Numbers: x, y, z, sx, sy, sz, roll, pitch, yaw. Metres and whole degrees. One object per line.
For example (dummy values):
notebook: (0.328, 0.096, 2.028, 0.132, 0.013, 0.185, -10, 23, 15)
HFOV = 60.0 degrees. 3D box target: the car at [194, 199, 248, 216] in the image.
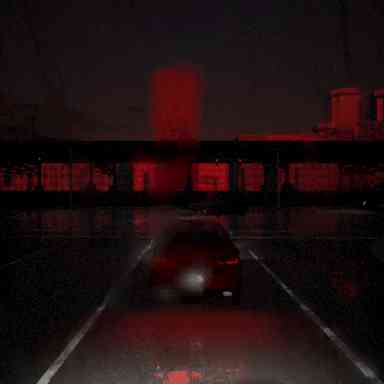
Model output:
car: (3.018, 1.474, 30.585, 4.902, 1.511, 2.128, 0, 0, -38)

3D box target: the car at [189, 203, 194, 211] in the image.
car: (1.940, 1.516, 38.988, 4.674, 1.442, 1.812, 0, 0, 2)

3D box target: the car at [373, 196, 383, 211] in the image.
car: (22.704, 1.094, 34.927, 5.566, 2.045, 2.150, -1, 0, 1)

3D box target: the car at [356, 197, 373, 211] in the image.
car: (21.501, 1.242, 38.458, 4.553, 1.767, 2.097, -1, 0, 2)

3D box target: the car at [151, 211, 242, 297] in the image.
car: (0.095, 1.478, 8.637, 1.882, 1.535, 5.008, 0, 0, 0)
